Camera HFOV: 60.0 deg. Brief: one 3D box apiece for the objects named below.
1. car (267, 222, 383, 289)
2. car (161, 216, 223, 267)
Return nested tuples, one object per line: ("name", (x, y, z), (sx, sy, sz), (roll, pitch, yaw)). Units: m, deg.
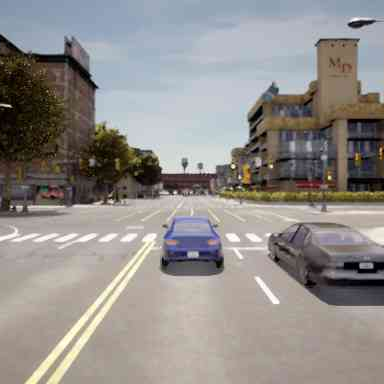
("car", (3.540, 1.548, 9.264), (2.033, 1.411, 5.357), (0, 0, 0))
("car", (-0.049, 1.528, 11.284), (1.812, 1.442, 4.674), (0, 0, -2))
